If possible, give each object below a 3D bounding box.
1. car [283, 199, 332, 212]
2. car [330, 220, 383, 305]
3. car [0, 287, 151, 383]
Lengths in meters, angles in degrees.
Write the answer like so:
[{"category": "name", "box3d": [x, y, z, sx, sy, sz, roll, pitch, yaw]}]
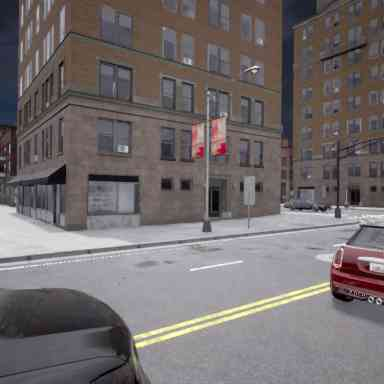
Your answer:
[{"category": "car", "box3d": [12.877, 1.469, 37.443, 2.033, 1.411, 5.357, 1, 0, -36]}, {"category": "car", "box3d": [4.991, 1.355, 7.085, 4.553, 1.767, 2.097, 0, 0, -36]}, {"category": "car", "box3d": [-2.828, 1.221, 1.419, 5.566, 2.045, 2.150, 0, 0, -36]}]
